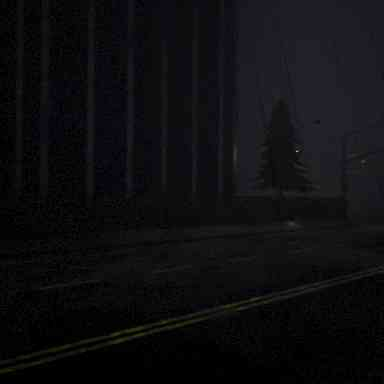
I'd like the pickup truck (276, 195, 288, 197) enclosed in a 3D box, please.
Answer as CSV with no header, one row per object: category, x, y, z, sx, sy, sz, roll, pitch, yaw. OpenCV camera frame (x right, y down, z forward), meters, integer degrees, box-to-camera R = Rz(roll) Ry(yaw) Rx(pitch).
pickup truck,20.530,1.735,76.242,2.390,2.098,6.274,1,0,-6
